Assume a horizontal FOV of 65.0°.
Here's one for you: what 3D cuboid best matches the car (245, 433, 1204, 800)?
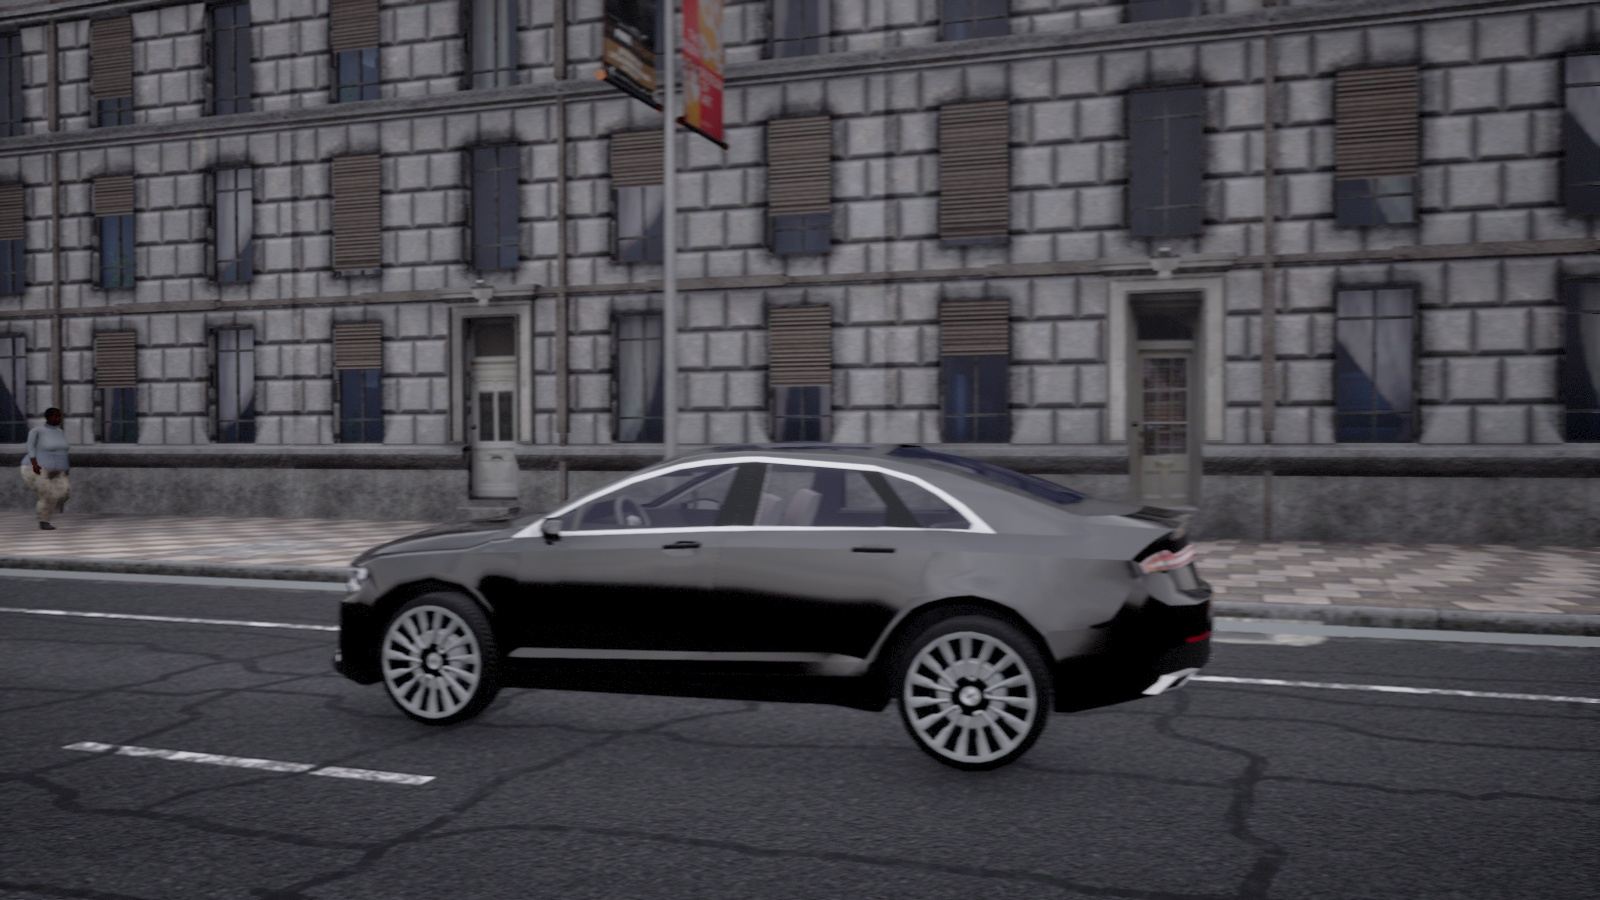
[{"bbox_3d":[-0.342,0.669,7.022,4.902,1.511,2.128,1,1,19],"label":"car"}]

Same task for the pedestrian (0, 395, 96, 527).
[{"bbox_3d":[-10.900,0.151,18.158,0.900,1.855,0.874,0,1,12],"label":"pedestrian"}]
